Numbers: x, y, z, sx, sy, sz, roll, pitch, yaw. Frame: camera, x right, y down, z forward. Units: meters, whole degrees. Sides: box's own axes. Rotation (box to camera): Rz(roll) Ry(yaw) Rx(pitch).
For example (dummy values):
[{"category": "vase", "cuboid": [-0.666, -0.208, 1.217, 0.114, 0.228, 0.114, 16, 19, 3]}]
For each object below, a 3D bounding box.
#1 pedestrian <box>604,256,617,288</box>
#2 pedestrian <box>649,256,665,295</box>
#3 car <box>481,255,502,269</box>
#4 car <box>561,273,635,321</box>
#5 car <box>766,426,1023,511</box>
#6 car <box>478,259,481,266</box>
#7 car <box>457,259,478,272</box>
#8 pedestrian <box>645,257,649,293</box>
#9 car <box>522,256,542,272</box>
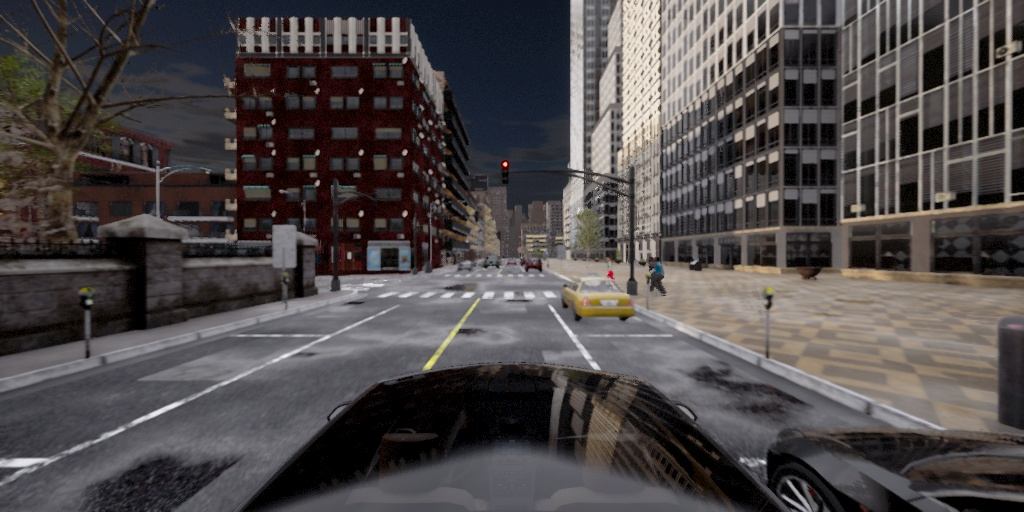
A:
[{"category": "pedestrian", "cuboid": [4.881, 0.860, 17.910, 0.375, 1.860, 0.375, 0, 0, 0]}, {"category": "pedestrian", "cuboid": [6.749, 0.906, 16.700, 0.375, 1.860, 0.375, 0, 0, 0]}, {"category": "car", "cuboid": [-3.071, 0.891, 54.845, 2.150, 2.045, 5.566, 0, 0, 0]}, {"category": "car", "cuboid": [2.684, 1.255, 12.201, 1.751, 1.417, 4.829, 0, 0, 0]}, {"category": "car", "cuboid": [2.688, 1.318, 0.766, 1.948, 1.339, 4.313, 0, 0, 0]}, {"category": "car", "cuboid": [-5.715, 1.216, 61.020, 2.007, 1.370, 4.403, 0, 0, 0]}, {"category": "car", "cuboid": [-5.708, 1.229, 44.440, 2.007, 1.370, 4.403, 0, 0, 0]}, {"category": "pedestrian", "cuboid": [6.711, 0.881, 17.311, 0.375, 1.860, 0.375, 0, 0, 0]}, {"category": "car", "cuboid": [2.672, 0.994, 44.444, 2.192, 1.841, 5.009, 0, 0, 0]}]
